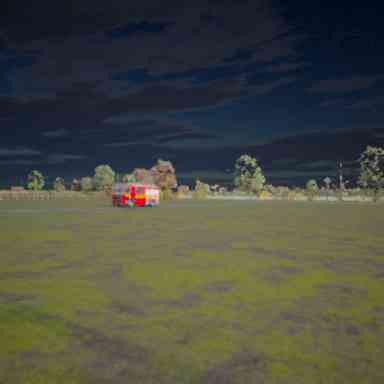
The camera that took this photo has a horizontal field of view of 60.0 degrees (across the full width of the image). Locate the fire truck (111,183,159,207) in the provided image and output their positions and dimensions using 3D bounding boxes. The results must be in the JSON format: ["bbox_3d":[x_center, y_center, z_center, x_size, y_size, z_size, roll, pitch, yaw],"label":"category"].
[{"bbox_3d":[-9.144,0.513,54.546,2.891,3.827,8.468,0,-1,35],"label":"fire truck"}]
